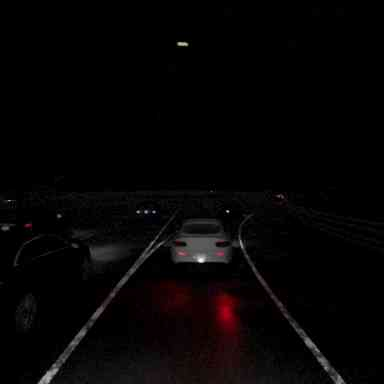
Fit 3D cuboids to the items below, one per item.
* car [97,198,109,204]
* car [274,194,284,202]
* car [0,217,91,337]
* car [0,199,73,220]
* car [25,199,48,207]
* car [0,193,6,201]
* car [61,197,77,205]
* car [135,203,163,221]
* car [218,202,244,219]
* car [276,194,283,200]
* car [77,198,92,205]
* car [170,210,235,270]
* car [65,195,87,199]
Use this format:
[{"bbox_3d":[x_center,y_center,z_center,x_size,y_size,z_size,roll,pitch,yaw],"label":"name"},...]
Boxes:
[{"bbox_3d":[-24.532,2.491,91.686,1.882,1.535,5.008,0,-2,0],"label":"car"},{"bbox_3d":[20.518,1.598,79.219,2.128,1.511,4.902,-1,1,17],"label":"car"},{"bbox_3d":[-3.502,1.502,6.625,2.128,1.511,4.902,0,0,0],"label":"car"},{"bbox_3d":[-6.905,1.373,14.478,2.097,1.767,4.553,0,0,0],"label":"car"},{"bbox_3d":[-28.026,1.953,60.126,1.895,1.301,4.718,0,-1,0],"label":"car"},{"bbox_3d":[-43.000,1.337,73.536,2.150,2.045,5.566,1,0,-16],"label":"car"},{"bbox_3d":[-28.026,1.995,75.850,2.097,1.767,4.553,0,-1,0],"label":"car"},{"bbox_3d":[-3.511,1.595,27.963,2.033,1.411,5.357,0,0,0],"label":"car"},{"bbox_3d":[3.507,1.628,30.034,1.994,1.385,4.181,0,-1,14],"label":"car"},{"bbox_3d":[23.472,1.314,88.889,1.812,1.442,4.674,-1,1,16],"label":"car"},{"bbox_3d":[-24.527,2.166,75.915,1.812,1.442,4.674,0,-1,0],"label":"car"},{"bbox_3d":[0.361,1.539,11.015,1.812,1.442,4.674,0,0,3],"label":"car"},{"bbox_3d":[-21.039,1.580,60.426,2.150,2.045,5.566,0,-1,1],"label":"car"}]
